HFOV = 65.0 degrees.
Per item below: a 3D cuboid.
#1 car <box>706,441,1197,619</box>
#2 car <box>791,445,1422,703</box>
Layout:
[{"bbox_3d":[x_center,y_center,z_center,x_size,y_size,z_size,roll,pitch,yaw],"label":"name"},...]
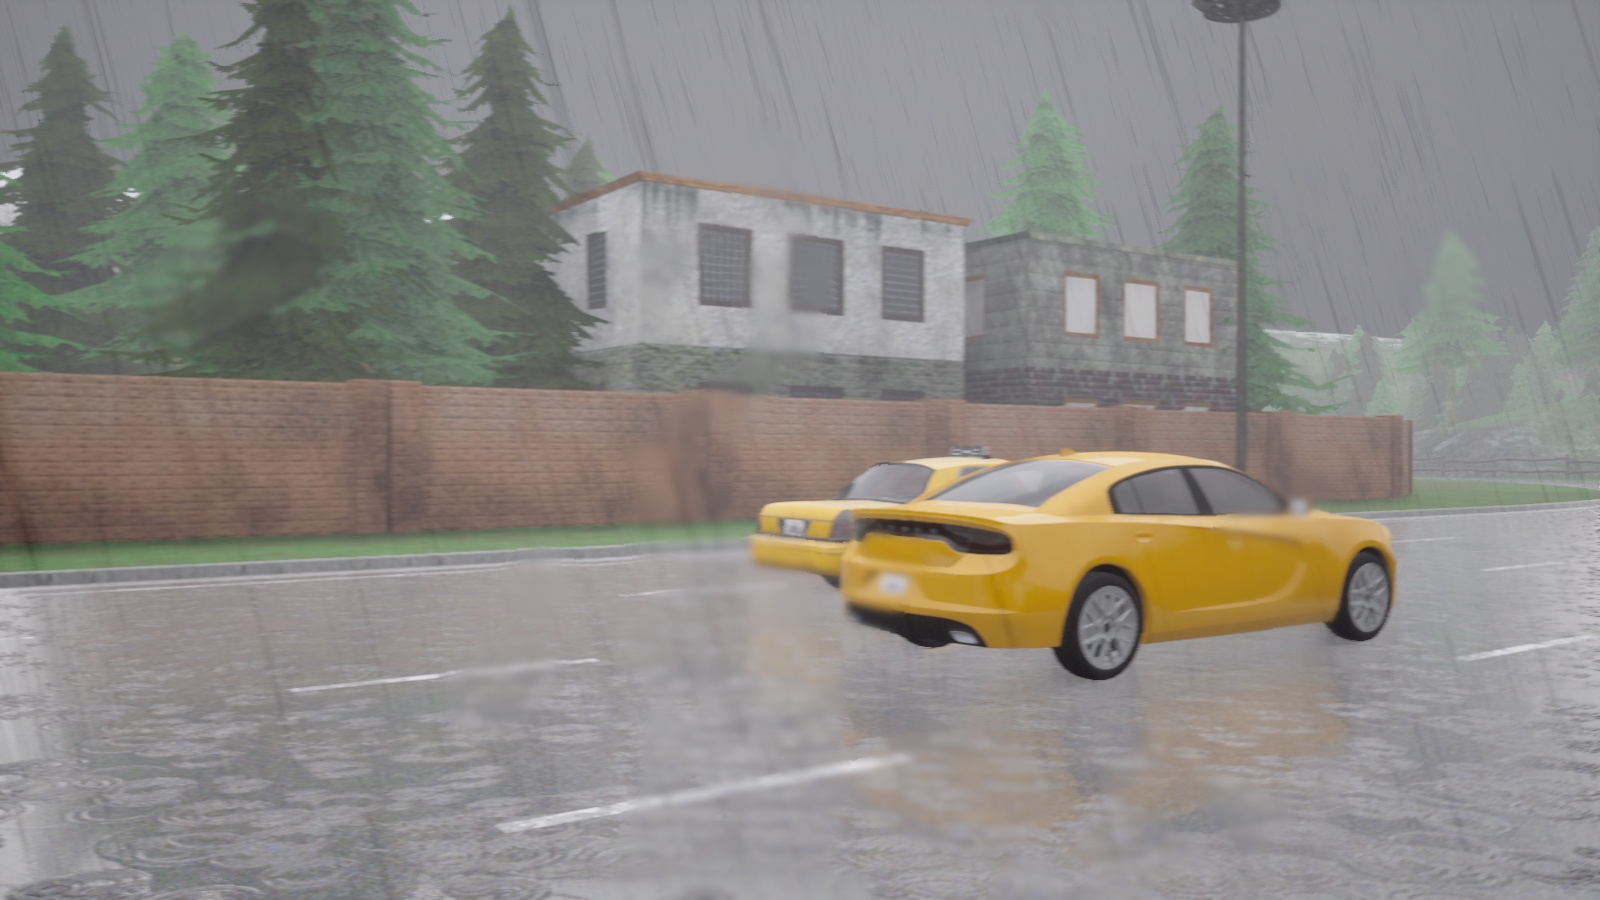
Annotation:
[{"bbox_3d":[1.773,0.714,13.422,5.366,1.575,1.801,0,0,-35],"label":"car"},{"bbox_3d":[2.530,0.741,9.684,5.008,1.535,1.882,0,0,-35],"label":"car"}]
